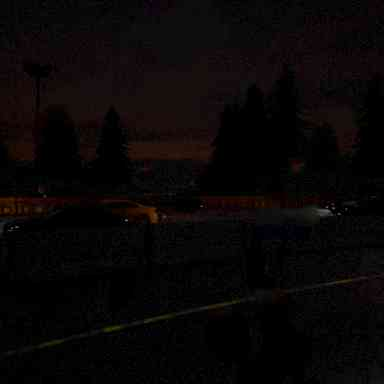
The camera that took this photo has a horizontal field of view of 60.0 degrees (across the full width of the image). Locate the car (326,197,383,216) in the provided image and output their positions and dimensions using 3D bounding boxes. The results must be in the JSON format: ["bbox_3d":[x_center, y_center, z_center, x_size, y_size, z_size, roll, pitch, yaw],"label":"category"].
[{"bbox_3d":[12.455,1.242,23.777,4.718,1.301,1.895,0,1,-12],"label":"car"}]

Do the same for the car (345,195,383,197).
[{"bbox_3d":[15.153,1.048,28.006,5.008,1.535,1.882,0,1,-9],"label":"car"}]

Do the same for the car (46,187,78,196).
[{"bbox_3d":[-15.800,0.410,38.743,2.150,2.045,5.566,1,1,24],"label":"car"}]

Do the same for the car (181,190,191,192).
[{"bbox_3d":[-0.661,0.539,60.704,1.895,1.301,4.718,1,1,32],"label":"car"}]

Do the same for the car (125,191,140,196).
[{"bbox_3d":[-8.617,0.726,45.966,1.895,1.301,4.718,1,1,26],"label":"car"}]

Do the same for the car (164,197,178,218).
[{"bbox_3d":[-3.640,1.177,21.978,4.718,1.301,1.895,0,1,-26],"label":"car"}]

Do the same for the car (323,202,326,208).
[{"bbox_3d":[15.317,1.052,31.600,5.357,1.411,2.033,0,1,-9],"label":"car"}]

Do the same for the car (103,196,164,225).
[{"bbox_3d":[-4.296,1.126,17.484,5.008,1.535,1.882,0,1,-28],"label":"car"}]

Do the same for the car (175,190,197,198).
[{"bbox_3d":[-1.205,0.314,66.299,1.882,1.535,5.008,1,1,34],"label":"car"}]

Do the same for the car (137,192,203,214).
[{"bbox_3d":[-1.529,1.006,26.742,4.902,1.511,2.128,0,1,-22],"label":"car"}]

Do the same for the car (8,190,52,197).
[{"bbox_3d":[-15.677,0.835,30.485,1.837,1.490,4.892,1,1,24],"label":"car"}]

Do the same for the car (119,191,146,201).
[{"bbox_3d":[-9.339,0.571,52.369,1.994,1.385,4.181,1,1,27],"label":"car"}]

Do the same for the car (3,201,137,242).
[{"bbox_3d":[-4.816,1.244,13.180,4.674,1.442,1.812,0,1,-31],"label":"car"}]
